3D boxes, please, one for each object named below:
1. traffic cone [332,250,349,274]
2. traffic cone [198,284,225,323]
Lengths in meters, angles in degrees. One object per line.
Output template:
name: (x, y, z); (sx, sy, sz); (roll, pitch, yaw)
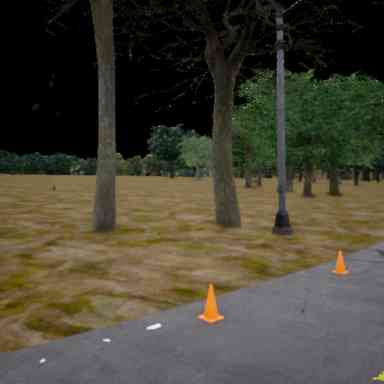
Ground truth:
traffic cone: (4.033, 1.885, 9.029); (0.340, 0.580, 0.340); (-1, 0, -42)
traffic cone: (0.342, 1.933, 5.890); (0.340, 0.580, 0.340); (-1, 0, -39)
